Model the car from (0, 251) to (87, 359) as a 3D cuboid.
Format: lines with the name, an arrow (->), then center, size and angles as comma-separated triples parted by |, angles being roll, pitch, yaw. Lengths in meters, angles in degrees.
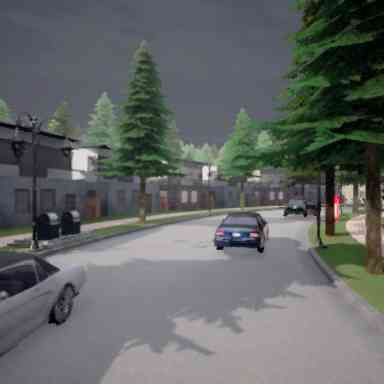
car -> -3.179, 1.580, 4.373 | 1.895, 1.301, 4.718 | 0, 0, 5

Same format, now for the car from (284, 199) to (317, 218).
car -> 10.328, 1.394, 31.437 | 2.097, 1.767, 4.553 | 0, 0, 33

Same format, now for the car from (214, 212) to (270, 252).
car -> 2.234, 1.552, 14.074 | 2.033, 1.411, 5.357 | 0, 0, 16

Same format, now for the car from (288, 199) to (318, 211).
car -> 14.030, 1.582, 42.017 | 1.812, 1.442, 4.674 | 0, 0, 43

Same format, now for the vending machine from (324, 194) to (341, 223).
vending machine -> 10.670, 1.243, 25.229 | 1.100, 2.100, 0.880 | 0, 0, 29
